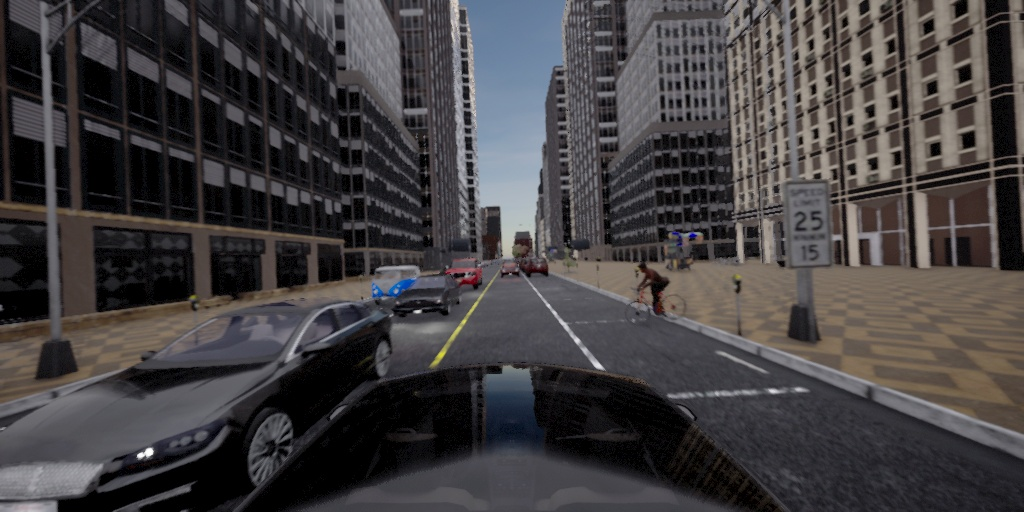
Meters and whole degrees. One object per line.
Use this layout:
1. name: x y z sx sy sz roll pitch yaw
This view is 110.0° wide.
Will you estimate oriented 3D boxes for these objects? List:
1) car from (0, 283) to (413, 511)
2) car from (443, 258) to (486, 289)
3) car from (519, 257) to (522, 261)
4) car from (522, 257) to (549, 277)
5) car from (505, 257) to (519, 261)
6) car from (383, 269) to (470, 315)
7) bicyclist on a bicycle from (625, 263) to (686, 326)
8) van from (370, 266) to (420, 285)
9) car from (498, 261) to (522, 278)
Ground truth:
1. car: -3.097 1.393 4.724 2.128 1.511 4.902 -3 0 -1
2. car: -3.284 1.189 25.076 2.150 2.045 5.566 -3 0 0
3. car: 2.344 1.079 46.125 2.192 1.841 5.009 0 0 -1
4. car: 2.445 1.044 35.046 2.192 1.841 5.009 0 0 -1
5. car: -0.310 1.245 48.900 2.097 1.767 4.553 -3 0 -1
6. car: -3.184 1.481 14.616 2.033 1.411 5.357 -3 0 -1
7. bicyclist on a bicycle: 3.725 0.976 9.490 1.656 1.620 0.582 -9 0 -1
8. van: -5.774 1.405 18.351 1.690 1.789 3.998 0 0 -1
9. car: -0.187 1.456 36.605 1.895 1.301 4.718 -3 0 0
